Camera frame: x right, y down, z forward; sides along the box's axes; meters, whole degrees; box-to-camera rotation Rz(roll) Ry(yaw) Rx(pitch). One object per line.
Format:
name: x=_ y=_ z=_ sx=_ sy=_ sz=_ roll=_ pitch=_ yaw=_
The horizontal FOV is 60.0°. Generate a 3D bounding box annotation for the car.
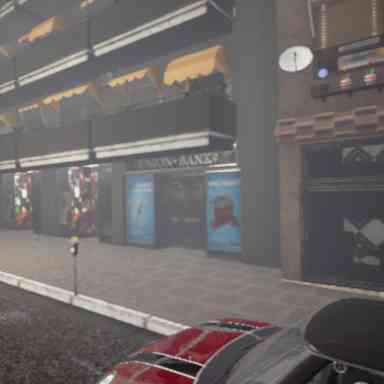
car: x=1.088 y=1.440 z=1.981 sx=4.097 sy=1.590 sz=1.967 roll=0 pitch=-1 yaw=36
